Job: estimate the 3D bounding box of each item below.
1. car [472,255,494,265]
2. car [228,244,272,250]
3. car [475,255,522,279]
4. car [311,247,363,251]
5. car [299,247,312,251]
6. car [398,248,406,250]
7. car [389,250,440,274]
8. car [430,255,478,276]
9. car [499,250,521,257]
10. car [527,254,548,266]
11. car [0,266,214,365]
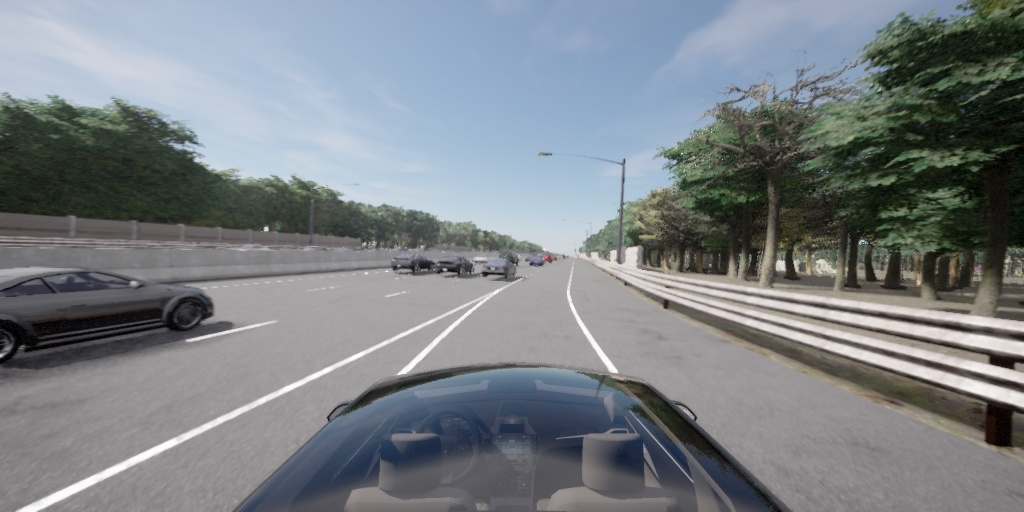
[{"bbox_3d":[-3.967,0.496,50.205,1.895,1.301,4.718,3,1,10],"label":"car"},{"bbox_3d":[-27.532,-0.506,37.710,1.812,1.442,4.674,3,1,10],"label":"car"},{"bbox_3d":[-0.902,0.911,27.249,2.033,1.411,5.357,3,1,10],"label":"car"},{"bbox_3d":[-17.155,0.023,36.223,2.033,1.411,5.357,3,1,10],"label":"car"},{"bbox_3d":[-20.594,-0.169,36.813,1.812,1.442,4.674,3,1,10],"label":"car"},{"bbox_3d":[-14.361,-0.053,51.938,1.994,1.385,4.181,3,1,10],"label":"car"},{"bbox_3d":[-7.785,0.515,28.466,2.128,1.511,4.902,3,1,10],"label":"car"},{"bbox_3d":[-4.343,0.700,27.860,1.837,1.490,4.892,3,1,10],"label":"car"},{"bbox_3d":[-0.501,0.286,49.629,2.150,2.045,5.566,3,1,10],"label":"car"},{"bbox_3d":[3.957,0.765,54.886,1.994,1.385,4.181,3,1,10],"label":"car"},{"bbox_3d":[-8.085,0.884,6.591,1.994,1.385,4.181,3,1,10],"label":"car"}]
